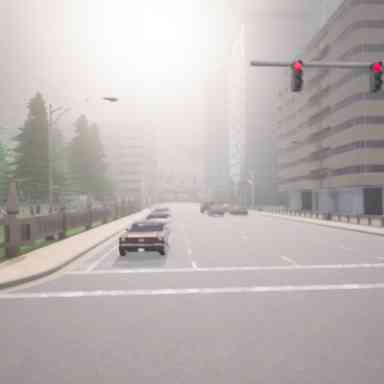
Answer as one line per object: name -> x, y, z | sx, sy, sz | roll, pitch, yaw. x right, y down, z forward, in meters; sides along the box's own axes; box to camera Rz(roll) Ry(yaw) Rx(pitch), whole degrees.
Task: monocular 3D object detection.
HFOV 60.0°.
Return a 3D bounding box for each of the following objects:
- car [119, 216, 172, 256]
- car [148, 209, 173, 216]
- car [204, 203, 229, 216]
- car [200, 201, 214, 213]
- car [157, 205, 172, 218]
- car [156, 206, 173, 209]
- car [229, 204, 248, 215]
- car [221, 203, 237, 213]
car -> -2.010, 1.985, 15.078 | 1.895, 1.301, 4.718 | -1, -1, -2
car -> -2.540, 2.223, 24.968 | 1.895, 1.301, 4.718 | -1, -1, -3
car -> 3.353, 2.607, 46.568 | 2.033, 1.411, 5.357 | -1, -1, -3
car -> 2.707, 2.528, 56.798 | 2.150, 2.045, 5.566 | -1, -1, -3
car -> -3.663, 2.579, 44.906 | 1.882, 1.535, 5.008 | -1, -1, -3
car -> -3.115, 2.366, 34.892 | 1.837, 1.490, 4.892 | -1, -1, -3
car -> 6.788, 2.618, 47.992 | 1.994, 1.385, 4.181 | -1, -1, -3
car -> 6.205, 2.748, 56.967 | 1.882, 1.535, 5.008 | -1, -1, -3
